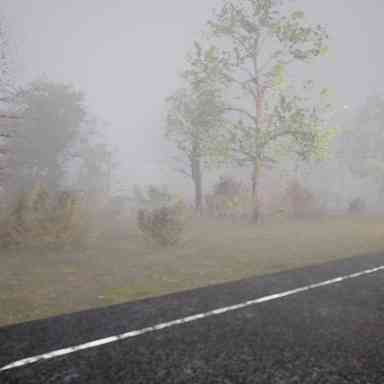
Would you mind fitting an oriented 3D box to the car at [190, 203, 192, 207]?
[{"bbox_3d":[-2.334,2.473,75.557,5.566,2.045,2.150,-1,-1,37],"label":"car"}]
